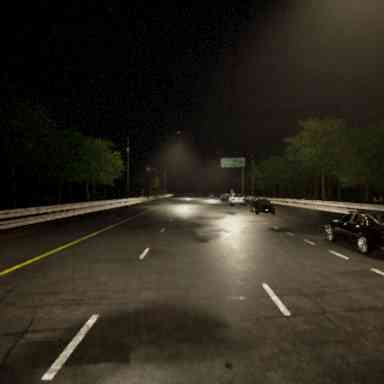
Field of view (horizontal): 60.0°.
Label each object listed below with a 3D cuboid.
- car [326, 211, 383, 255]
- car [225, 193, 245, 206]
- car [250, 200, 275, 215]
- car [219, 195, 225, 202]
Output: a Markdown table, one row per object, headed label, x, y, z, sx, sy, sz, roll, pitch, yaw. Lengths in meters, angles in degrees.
| label | x | y | z | sx | sy | sz | roll | pitch | yaw |
| --- | --- | --- | --- | --- | --- | --- | --- | --- | --- |
| car | 7.011 | 1.508 | 13.286 | 1.837 | 1.490 | 4.892 | 0 | 0 | 0 |
| car | 7.162 | 1.251 | 53.626 | 2.150 | 2.045 | 5.566 | 0 | 0 | 0 |
| car | 7.064 | 1.540 | 33.584 | 1.812 | 1.442 | 4.674 | 0 | 0 | 0 |
| car | 7.308 | 1.356 | 74.301 | 2.097 | 1.767 | 4.553 | 0 | 0 | 0 |
